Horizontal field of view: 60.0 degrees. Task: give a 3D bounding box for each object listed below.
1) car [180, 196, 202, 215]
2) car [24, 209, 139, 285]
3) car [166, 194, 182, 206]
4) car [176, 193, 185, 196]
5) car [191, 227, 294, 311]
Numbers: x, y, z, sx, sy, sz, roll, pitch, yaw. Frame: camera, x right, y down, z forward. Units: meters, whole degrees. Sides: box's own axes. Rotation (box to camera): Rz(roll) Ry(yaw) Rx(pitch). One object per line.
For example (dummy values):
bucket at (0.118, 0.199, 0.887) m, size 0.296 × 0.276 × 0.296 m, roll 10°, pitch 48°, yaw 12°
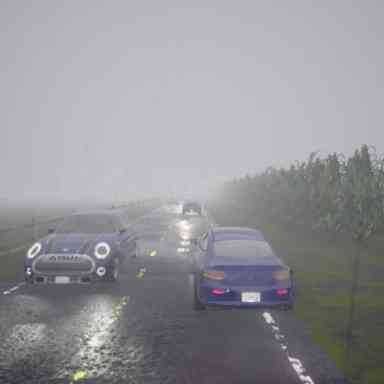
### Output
car at (-0.021, 1.504, 33.959) m, size 1.837 × 1.490 × 4.892 m, roll 0°, pitch 0°, yaw 0°
car at (-2.877, 1.351, 9.599) m, size 2.097 × 1.767 × 4.553 m, roll 0°, pitch 0°, yaw 0°
car at (-2.980, 1.506, 53.126) m, size 1.837 × 1.490 × 4.892 m, roll 0°, pitch 0°, yaw 0°
car at (-2.954, 1.228, 78.251) m, size 2.150 × 2.045 × 5.566 m, roll 0°, pitch 0°, yaw 0°
car at (0.943, 1.525, 7.643) m, size 1.812 × 1.442 × 4.674 m, roll 0°, pitch 0°, yaw 0°
